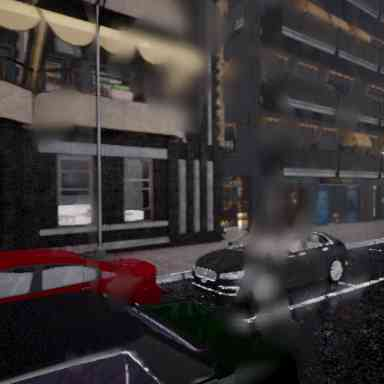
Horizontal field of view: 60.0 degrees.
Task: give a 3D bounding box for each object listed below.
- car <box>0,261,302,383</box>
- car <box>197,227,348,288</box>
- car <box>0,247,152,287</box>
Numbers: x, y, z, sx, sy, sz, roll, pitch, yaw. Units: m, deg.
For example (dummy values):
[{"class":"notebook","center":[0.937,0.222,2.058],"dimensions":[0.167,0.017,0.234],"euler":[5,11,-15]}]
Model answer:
[{"class":"car","center":[-1.417,1.601,2.368],"dimensions":[4.718,1.301,1.895],"euler":[0,0,-35]},{"class":"car","center":[2.023,1.555,8.010],"dimensions":[4.403,1.369,2.008],"euler":[0,-1,-35]},{"class":"car","center":[-2.601,1.545,4.715],"dimensions":[4.507,1.381,1.887],"euler":[0,-1,-35]}]
